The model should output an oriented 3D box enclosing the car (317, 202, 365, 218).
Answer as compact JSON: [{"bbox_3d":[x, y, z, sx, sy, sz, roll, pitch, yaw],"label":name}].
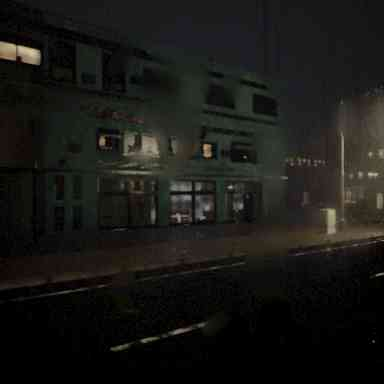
[{"bbox_3d":[16.163,2.055,35.624,1.947,1.339,4.313,-1,0,-35],"label":"car"}]

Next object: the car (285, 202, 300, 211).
[{"bbox_3d":[15.039,2.205,51.861,1.802,1.307,4.206,-1,0,-35],"label":"car"}]

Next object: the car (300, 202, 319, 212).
[{"bbox_3d":[18.249,2.112,47.352,2.008,1.369,4.403,-1,0,-35],"label":"car"}]
